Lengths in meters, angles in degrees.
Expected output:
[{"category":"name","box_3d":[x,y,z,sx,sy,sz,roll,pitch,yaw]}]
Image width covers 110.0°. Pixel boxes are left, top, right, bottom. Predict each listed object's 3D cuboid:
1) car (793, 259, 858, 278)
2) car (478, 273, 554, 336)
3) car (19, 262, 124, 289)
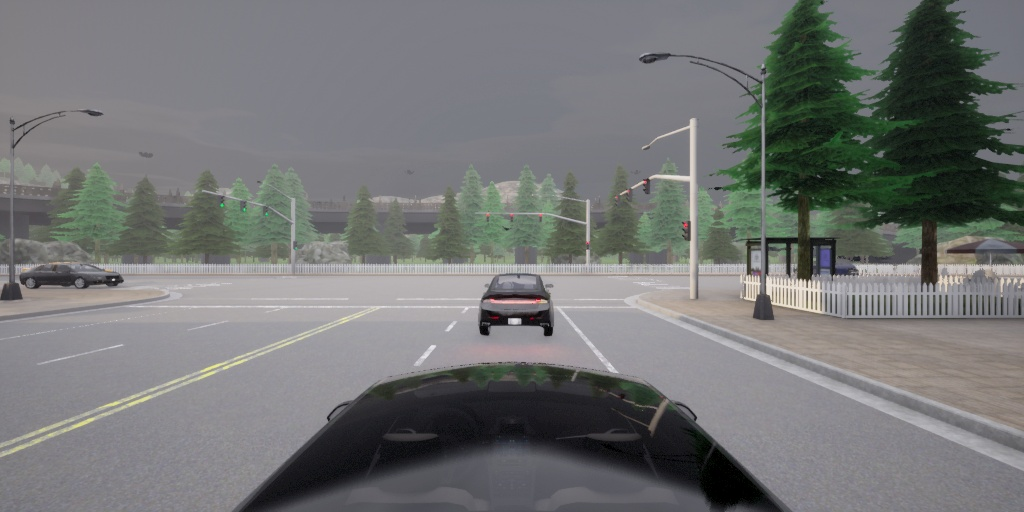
[{"category":"car","box_3d":[28.006,1.046,32.203,4.553,1.767,2.097,0,0,2]},{"category":"car","box_3d":[0.181,1.242,10.394,2.128,1.511,4.902,0,0,3]},{"category":"car","box_3d":[-26.753,1.199,21.863,4.892,1.490,1.837,0,0,0]}]
